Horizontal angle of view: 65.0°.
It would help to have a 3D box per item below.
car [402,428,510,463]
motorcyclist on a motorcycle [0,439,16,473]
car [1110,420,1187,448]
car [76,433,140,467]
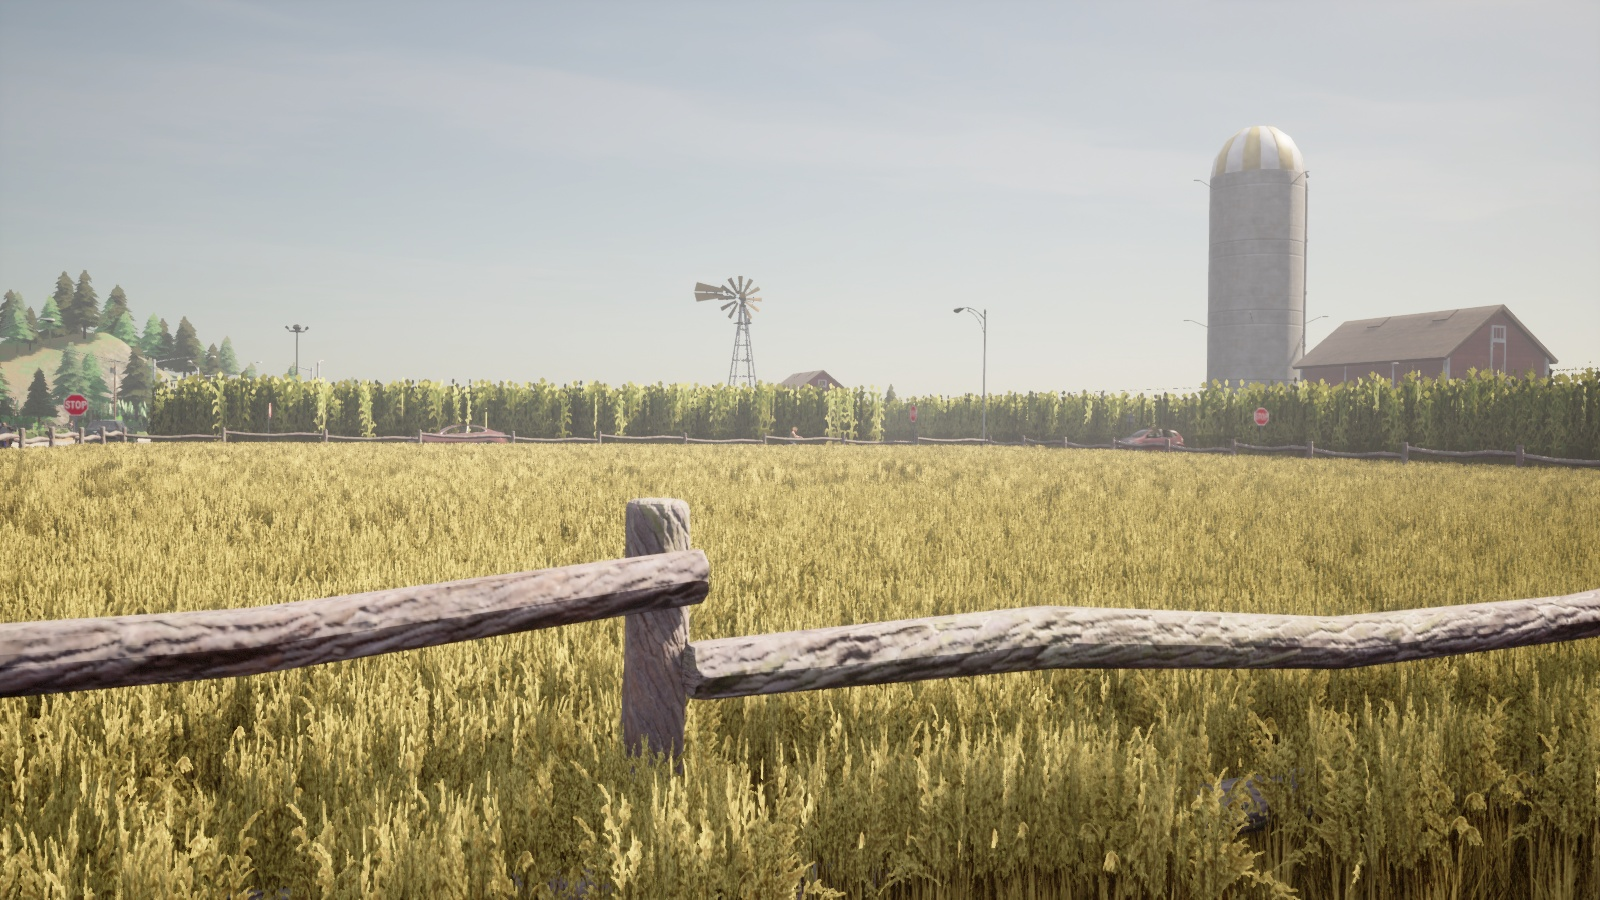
[{"bbox_3d":[-16.993,-0.251,62.022,5.027,1.651,2.152,-1,1,-18],"label":"car"},{"bbox_3d":[-37.133,0.280,58.635,0.866,1.530,2.191,-1,1,-33],"label":"motorcyclist on a motorcycle"},{"bbox_3d":[20.479,-0.950,73.786,3.988,1.617,1.851,-1,1,-18],"label":"car"},{"bbox_3d":[-36.843,-0.035,66.976,2.097,1.767,4.553,-1,1,-18],"label":"car"}]
